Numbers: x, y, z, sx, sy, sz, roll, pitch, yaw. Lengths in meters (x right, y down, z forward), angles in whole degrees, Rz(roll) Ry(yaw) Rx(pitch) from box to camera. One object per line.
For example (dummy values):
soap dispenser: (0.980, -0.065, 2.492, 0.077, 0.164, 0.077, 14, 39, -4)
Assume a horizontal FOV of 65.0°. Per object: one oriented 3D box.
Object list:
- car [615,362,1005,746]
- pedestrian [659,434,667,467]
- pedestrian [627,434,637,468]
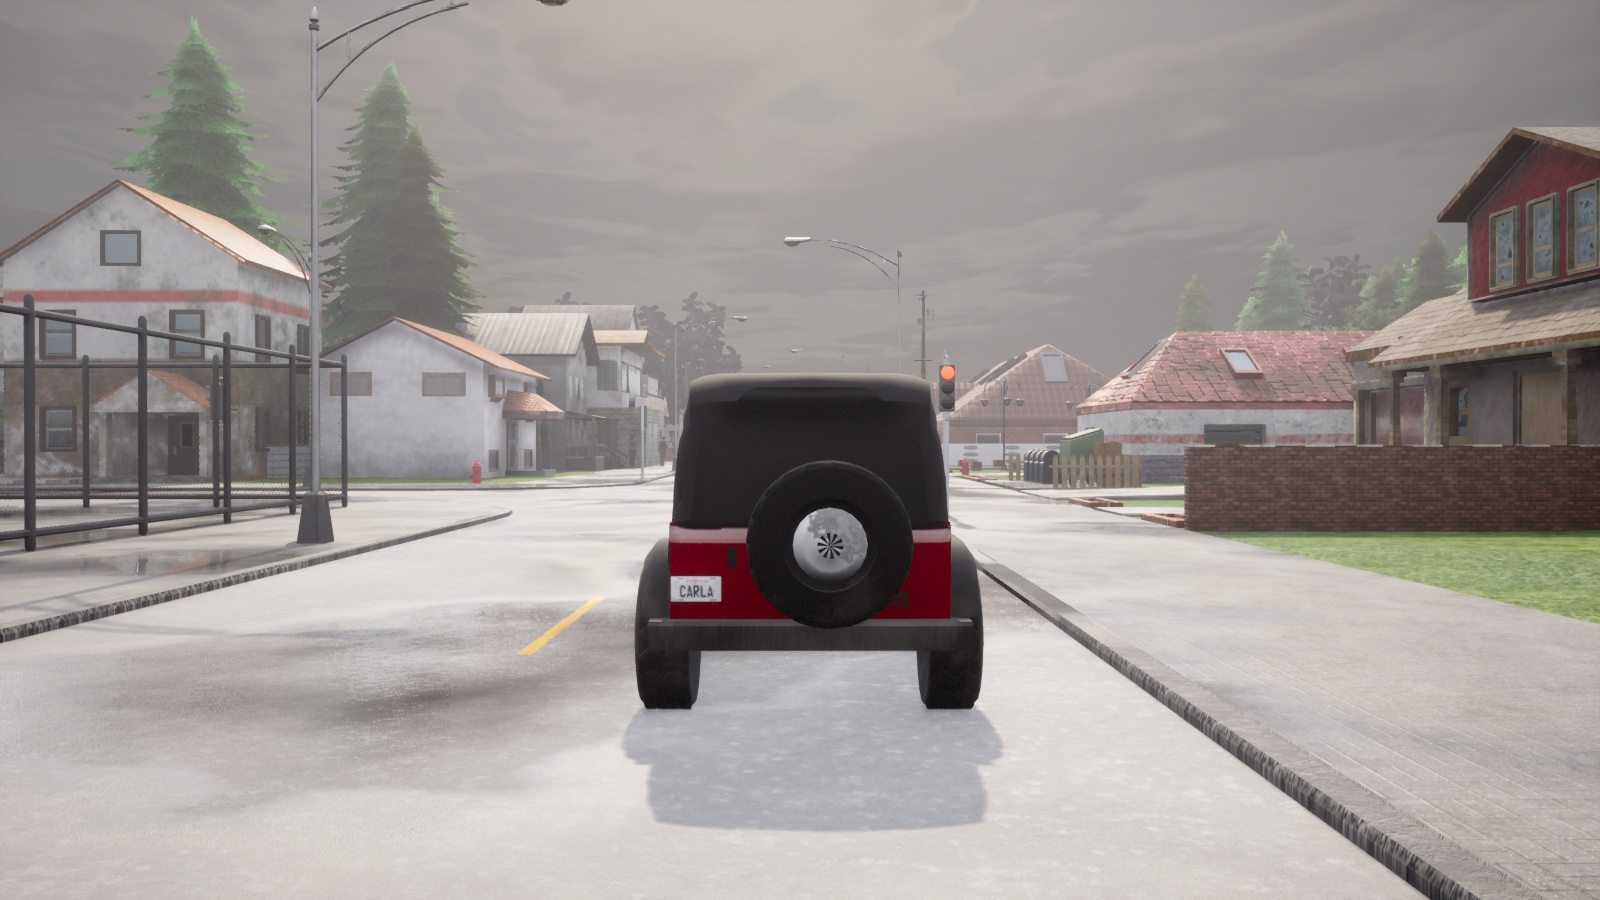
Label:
car: (0.055, 0.497, 8.079, 1.905, 1.878, 3.866, 0, 0, 0)
pedestrian: (-8.249, 0.022, 75.719, 0.423, 1.949, 0.788, 0, 0, 0)
pedestrian: (-8.997, 0.069, 67.288, 0.328, 1.805, 0.869, 0, 0, 4)
